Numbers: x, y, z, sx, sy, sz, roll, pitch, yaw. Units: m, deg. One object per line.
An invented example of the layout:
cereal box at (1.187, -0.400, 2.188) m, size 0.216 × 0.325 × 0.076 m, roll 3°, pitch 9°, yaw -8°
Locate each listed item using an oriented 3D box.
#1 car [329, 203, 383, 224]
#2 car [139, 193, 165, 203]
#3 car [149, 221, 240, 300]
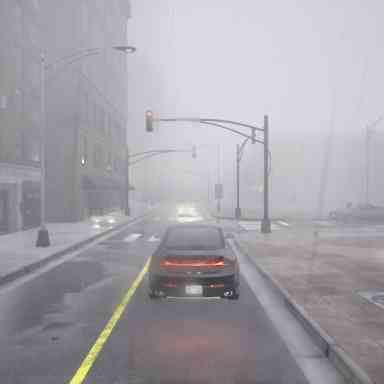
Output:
car at (12.067, 1.515, 23.772) m, size 4.181 × 1.385 × 1.994 m, roll 0°, pitch 0°, yaw 0°
car at (-8.384, 1.294, 70.057) m, size 5.566 × 2.045 × 2.150 m, roll 0°, pitch 0°, yaw 9°
car at (0.060, 1.505, 8.385) m, size 1.837 × 1.490 × 4.892 m, roll 0°, pitch 0°, yaw 1°
